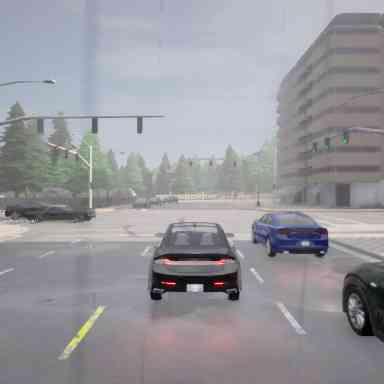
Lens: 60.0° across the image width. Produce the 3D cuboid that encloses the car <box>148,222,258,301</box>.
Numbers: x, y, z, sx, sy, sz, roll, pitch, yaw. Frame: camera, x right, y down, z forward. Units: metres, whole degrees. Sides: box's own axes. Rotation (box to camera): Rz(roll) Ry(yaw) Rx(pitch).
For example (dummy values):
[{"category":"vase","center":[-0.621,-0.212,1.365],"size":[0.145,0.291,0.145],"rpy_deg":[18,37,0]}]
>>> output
[{"category":"car","center":[0.068,1.492,8.335],"size":[2.128,1.511,4.902],"rpy_deg":[0,0,0]}]

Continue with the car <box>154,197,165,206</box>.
[{"category":"car","center":[-6.361,1.525,56.316],"size":[1.812,1.442,4.674],"rpy_deg":[0,0,8]}]

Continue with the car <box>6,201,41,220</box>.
[{"category":"car","center":[-13.039,1.526,28.186],"size":[5.008,1.535,1.882],"rpy_deg":[0,0,0]}]

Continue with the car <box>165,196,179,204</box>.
[{"category":"car","center":[-4.216,1.505,66.285],"size":[1.837,1.490,4.892],"rpy_deg":[0,0,20]}]

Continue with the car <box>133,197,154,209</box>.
[{"category":"car","center":[-6.979,1.525,46.413],"size":[1.812,1.442,4.674],"rpy_deg":[0,0,2]}]

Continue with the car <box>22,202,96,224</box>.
[{"category":"car","center":[-9.614,1.622,24.705],"size":[4.718,1.301,1.895],"rpy_deg":[0,0,0]}]

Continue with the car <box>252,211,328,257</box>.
[{"category":"car","center":[3.586,1.478,12.980],"size":[1.882,1.535,5.008],"rpy_deg":[0,0,0]}]

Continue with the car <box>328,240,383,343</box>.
[{"category":"car","center":[3.600,1.352,3.829],"size":[2.097,1.767,4.553],"rpy_deg":[0,0,0]}]
